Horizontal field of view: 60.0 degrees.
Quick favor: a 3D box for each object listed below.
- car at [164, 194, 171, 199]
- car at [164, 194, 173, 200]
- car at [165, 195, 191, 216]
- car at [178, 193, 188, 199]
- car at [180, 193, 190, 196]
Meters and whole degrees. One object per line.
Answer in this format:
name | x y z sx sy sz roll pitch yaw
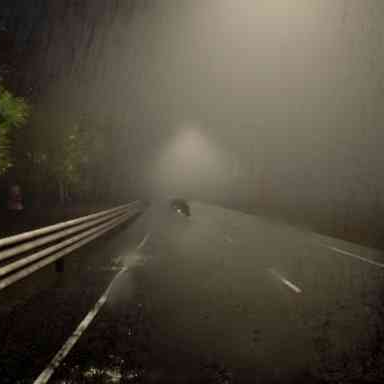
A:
car | -3.905 1.191 60.520 1.812 1.442 4.674 0 0 -5
car | -5.566 1.152 78.469 1.895 1.301 4.718 0 0 -5
car | -1.321 1.341 30.613 1.837 1.490 4.892 0 0 -5
car | -2.043 0.928 78.341 2.033 1.411 5.357 0 0 -5
car | -1.139 1.157 67.958 2.033 1.411 5.357 0 0 -5
